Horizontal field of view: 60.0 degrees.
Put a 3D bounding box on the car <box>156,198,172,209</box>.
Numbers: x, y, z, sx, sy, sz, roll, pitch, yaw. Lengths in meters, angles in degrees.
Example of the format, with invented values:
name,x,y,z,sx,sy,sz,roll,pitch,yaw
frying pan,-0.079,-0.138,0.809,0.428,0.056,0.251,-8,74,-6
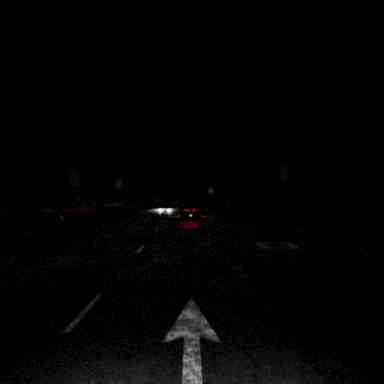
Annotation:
name,x,y,z,sx,sy,sz,roll,pitch,yaw
car,-4.408,2.045,55.381,1.895,1.301,4.718,0,-1,0

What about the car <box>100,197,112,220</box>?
name,x,y,z,sx,sy,sz,roll,pitch,yaw
car,-9.529,1.566,28.355,4.553,1.767,2.185,-1,0,-20

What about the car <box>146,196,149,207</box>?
name,x,y,z,sx,sy,sz,roll,pitch,yaw
car,-9.678,1.778,52.360,4.553,1.767,2.185,-1,-1,-20

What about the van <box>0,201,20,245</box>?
name,x,y,z,sx,sy,sz,roll,pitch,yaw
van,-9.603,1.360,13.288,4.442,1.987,1.878,-1,0,-20

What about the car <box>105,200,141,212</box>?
name,x,y,z,sx,sy,sz,roll,pitch,yaw
car,-9.618,1.885,46.361,4.674,1.452,2.002,-1,0,-20

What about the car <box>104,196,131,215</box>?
name,x,y,z,sx,sy,sz,roll,pitch,yaw
car,-9.558,1.488,34.370,5.566,2.045,2.435,-1,-1,-20

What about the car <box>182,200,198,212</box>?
name,x,y,z,sx,sy,sz,roll,pitch,yaw
car,-0.278,1.886,44.794,2.033,1.411,5.357,0,0,-1

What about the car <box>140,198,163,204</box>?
name,x,y,z,sx,sy,sz,roll,pitch,yaw
car,-10.046,2.211,82.319,5.366,1.575,1.946,-1,0,-21

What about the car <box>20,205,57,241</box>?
name,x,y,z,sx,sy,sz,roll,pitch,yaw
car,-9.501,1.605,16.333,5.008,1.535,2.097,-1,0,-20

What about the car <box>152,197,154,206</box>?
name,x,y,z,sx,sy,sz,roll,pitch,yaw
car,-9.677,2.004,58.370,4.674,1.452,2.002,-1,-1,-20

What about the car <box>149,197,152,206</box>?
name,x,y,z,sx,sy,sz,roll,pitch,yaw
car,-9.631,1.962,55.379,4.792,1.488,2.163,-1,-1,-20

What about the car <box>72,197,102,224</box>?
name,x,y,z,sx,sy,sz,roll,pitch,yaw
car,-9.518,1.543,25.354,4.553,1.767,2.185,-1,0,-20

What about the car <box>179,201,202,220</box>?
name,x,y,z,sx,sy,sz,roll,pitch,yaw
car,-0.125,1.723,30.406,1.837,1.490,4.892,0,0,-1

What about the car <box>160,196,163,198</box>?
name,x,y,z,sx,sy,sz,roll,pitch,yaw
car,-9.583,2.087,70.436,5.366,1.575,1.946,-1,-1,-20

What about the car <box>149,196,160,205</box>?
name,x,y,z,sx,sy,sz,roll,pitch,yaw
car,-9.741,2.061,67.370,4.892,1.521,2.231,-1,-1,-20

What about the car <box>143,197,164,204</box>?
name,x,y,z,sx,sy,sz,roll,pitch,yaw
car,-9.924,2.213,85.388,5.008,1.535,2.097,-1,0,-21

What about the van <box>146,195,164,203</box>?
name,x,y,z,sx,sy,sz,roll,pitch,yaw
van,-10.122,1.974,91.335,4.442,1.987,1.878,-1,0,-21

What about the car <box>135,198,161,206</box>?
name,x,y,z,sx,sy,sz,roll,pitch,yaw
car,-9.608,2.119,73.437,5.366,1.575,1.946,-1,-1,-20

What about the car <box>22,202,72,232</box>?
name,x,y,z,sx,sy,sz,roll,pitch,yaw
car,-9.557,1.501,19.336,4.553,1.767,2.185,-1,-1,-20

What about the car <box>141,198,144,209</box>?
name,x,y,z,sx,sy,sz,roll,pitch,yaw
car,-9.601,1.566,43.386,5.566,2.045,2.435,-1,-1,-20

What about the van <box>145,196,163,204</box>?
name,x,y,z,sx,sy,sz,roll,pitch,yaw
van,-10.075,1.981,88.334,4.442,1.987,1.878,-1,0,-21

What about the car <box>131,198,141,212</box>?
name,x,y,z,sx,sy,sz,roll,pitch,yaw
car,-9.427,1.785,40.427,5.366,1.575,1.946,-1,-1,-20

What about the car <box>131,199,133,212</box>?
name,x,y,z,sx,sy,sz,roll,pitch,yaw
car,-9.562,1.794,37.369,4.792,1.488,2.163,-1,-1,-20

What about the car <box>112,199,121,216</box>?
name,x,y,z,sx,sy,sz,roll,pitch,yaw
car,-9.545,1.745,31.367,4.792,1.488,2.163,-1,-1,-20

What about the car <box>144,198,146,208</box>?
name,x,y,z,sx,sy,sz,roll,pitch,yaw
car,-9.666,1.748,49.359,4.553,1.767,2.185,-1,-1,-20

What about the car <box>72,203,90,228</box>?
name,x,y,z,sx,sy,sz,roll,pitch,yaw
car,-9.538,1.688,22.344,4.674,1.452,2.002,-1,-1,-20
